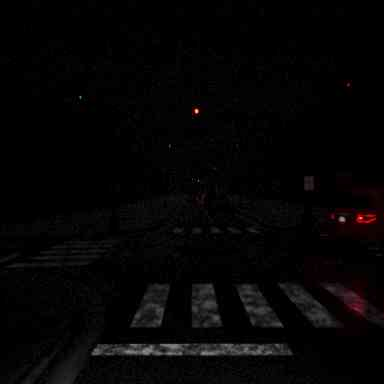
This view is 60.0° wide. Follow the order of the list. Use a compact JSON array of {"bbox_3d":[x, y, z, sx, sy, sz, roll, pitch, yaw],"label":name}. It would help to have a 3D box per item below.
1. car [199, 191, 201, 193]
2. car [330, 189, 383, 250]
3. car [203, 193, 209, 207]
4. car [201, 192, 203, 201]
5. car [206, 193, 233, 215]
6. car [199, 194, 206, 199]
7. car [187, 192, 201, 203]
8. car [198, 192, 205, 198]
[{"bbox_3d":[3.039,0.918,68.967,2.097,1.767,4.553,0,0,0],"label":"car"},{"bbox_3d":[7.411,0.882,10.960,5.566,2.045,2.150,-2,0,-9],"label":"car"},{"bbox_3d":[2.655,1.051,36.198,2.192,1.841,5.009,-1,0,0],"label":"car"},{"bbox_3d":[2.659,1.019,41.601,2.192,1.841,5.009,-1,0,0],"label":"car"},{"bbox_3d":[2.653,1.210,30.798,1.967,1.590,4.097,-1,0,0],"label":"car"},{"bbox_3d":[2.692,1.078,84.821,1.802,1.307,4.206,-1,0,0],"label":"car"},{"bbox_3d":[0.104,1.184,57.035,1.994,1.385,4.181,0,0,0],"label":"car"},{"bbox_3d":[2.698,0.891,95.598,1.967,1.590,4.097,-1,0,0],"label":"car"}]
